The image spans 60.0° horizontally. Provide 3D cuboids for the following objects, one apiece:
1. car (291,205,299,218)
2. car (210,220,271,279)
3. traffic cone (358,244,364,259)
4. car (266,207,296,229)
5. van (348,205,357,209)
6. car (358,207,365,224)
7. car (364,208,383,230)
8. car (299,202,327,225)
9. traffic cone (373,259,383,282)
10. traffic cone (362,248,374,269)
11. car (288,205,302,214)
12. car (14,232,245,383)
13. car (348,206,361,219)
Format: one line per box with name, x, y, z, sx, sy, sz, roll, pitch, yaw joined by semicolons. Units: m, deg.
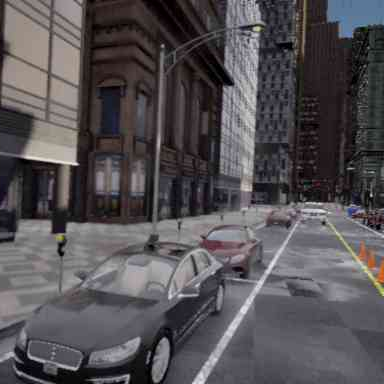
car;10.813;2.399;37.228;1.802;1.307;4.206;2;-1;20
car;1.258;1.731;10.656;1.802;1.307;4.206;2;-1;20
traffic cone;6.923;2.399;13.472;0.340;0.580;0.340;3;0;20
car;6.992;2.098;26.600;1.887;1.381;4.507;2;-1;20
van;24.569;2.903;50.285;1.690;1.788;3.998;2;-1;20
car;18.831;2.616;34.341;1.967;1.590;4.097;2;-1;20
car;16.926;2.360;29.028;2.192;1.841;5.009;2;-1;20
car;12.047;2.064;32.952;2.150;2.045;5.566;3;0;20
traffic cone;5.569;2.303;9.709;0.340;0.580;0.340;3;-1;20
traffic cone;6.246;2.351;11.591;0.340;0.580;0.340;3;0;20
car;16.547;2.768;53.172;1.947;1.339;4.313;2;-1;20
car;-0.651;1.564;5.343;2.008;1.369;4.403;2;-1;20
car;22.648;3.016;44.968;1.802;1.307;4.206;2;-1;20
